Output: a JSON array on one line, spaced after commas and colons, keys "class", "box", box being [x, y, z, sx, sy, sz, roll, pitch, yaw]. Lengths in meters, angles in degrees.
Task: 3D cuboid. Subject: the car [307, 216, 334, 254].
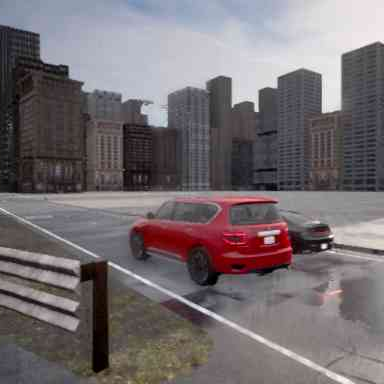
[{"class": "car", "box": [2.618, 1.382, 12.049, 1.837, 1.490, 4.892, -1, 0, -34]}]

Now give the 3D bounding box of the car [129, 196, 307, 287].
[{"class": "car", "box": [0.165, 1.127, 9.431, 2.150, 2.045, 5.566, -1, 0, -34]}]
